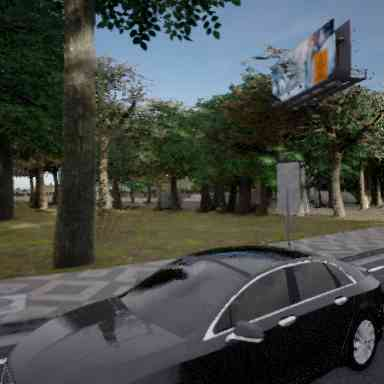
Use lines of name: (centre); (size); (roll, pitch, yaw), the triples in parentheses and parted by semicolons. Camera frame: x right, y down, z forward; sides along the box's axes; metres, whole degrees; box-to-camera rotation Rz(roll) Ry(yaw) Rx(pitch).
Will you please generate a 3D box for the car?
car: (0.484, 1.490, 4.043); (4.892, 1.490, 1.837); (0, 0, -36)
